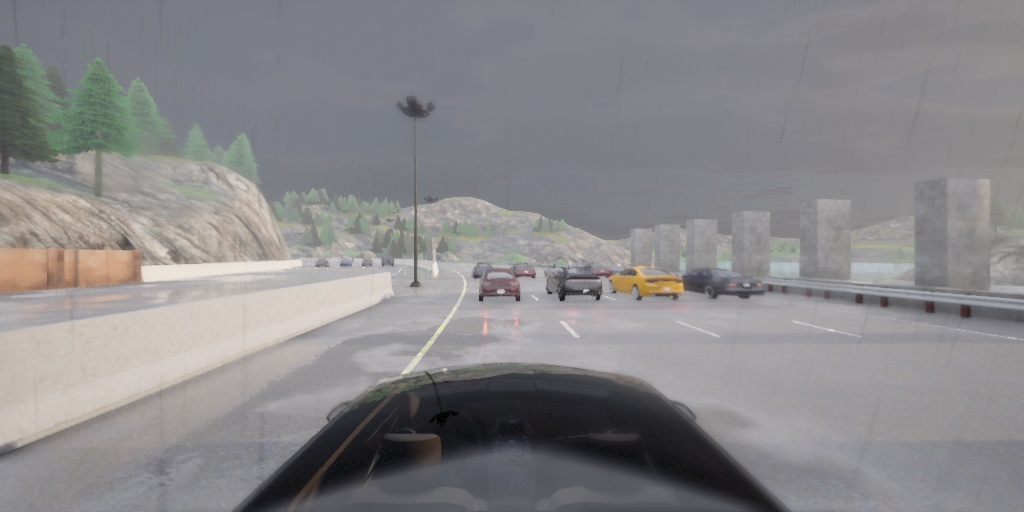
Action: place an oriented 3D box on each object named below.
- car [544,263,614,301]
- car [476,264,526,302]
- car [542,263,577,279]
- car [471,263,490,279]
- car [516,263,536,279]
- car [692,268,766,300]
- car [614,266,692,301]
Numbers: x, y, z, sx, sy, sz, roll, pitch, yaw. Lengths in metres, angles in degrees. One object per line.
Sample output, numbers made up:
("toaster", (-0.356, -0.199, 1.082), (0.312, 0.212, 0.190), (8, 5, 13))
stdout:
("car", (2.844, 1.242, 17.212), (2.128, 1.511, 4.902), (0, 0, -5))
("car", (-0.644, 1.280, 16.920), (1.812, 1.442, 4.674), (0, 0, -5))
("car", (4.327, 1.364, 33.425), (1.895, 1.301, 4.718), (0, 0, -10))
("car", (-2.571, 1.320, 32.233), (1.994, 1.385, 4.181), (0, 0, -10))
("car", (0.881, 1.320, 32.814), (1.994, 1.385, 4.181), (0, 0, -10))
("car", (9.820, 1.310, 17.795), (2.033, 1.411, 5.357), (0, 0, -5))
("car", (6.332, 1.232, 17.504), (1.882, 1.535, 5.008), (0, 0, -5))
